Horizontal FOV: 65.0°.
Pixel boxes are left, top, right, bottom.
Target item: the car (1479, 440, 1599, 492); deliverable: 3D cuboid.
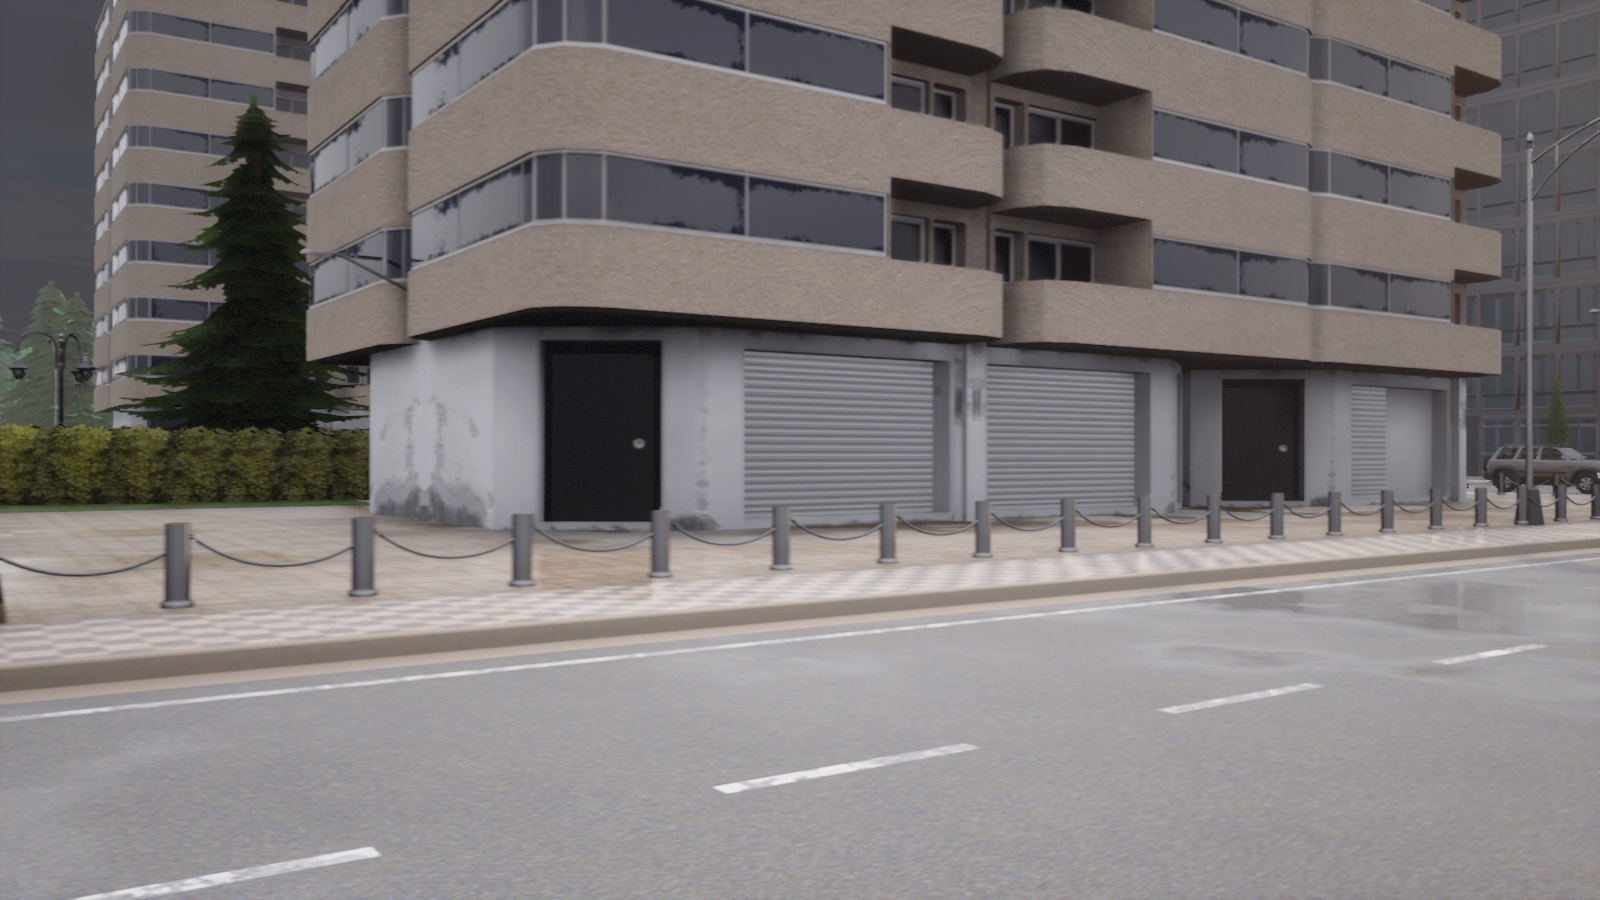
[{"bbox_3d":[28.108,0.557,46.747,1.932,1.855,4.605,0,1,-35],"label":"car"}]
